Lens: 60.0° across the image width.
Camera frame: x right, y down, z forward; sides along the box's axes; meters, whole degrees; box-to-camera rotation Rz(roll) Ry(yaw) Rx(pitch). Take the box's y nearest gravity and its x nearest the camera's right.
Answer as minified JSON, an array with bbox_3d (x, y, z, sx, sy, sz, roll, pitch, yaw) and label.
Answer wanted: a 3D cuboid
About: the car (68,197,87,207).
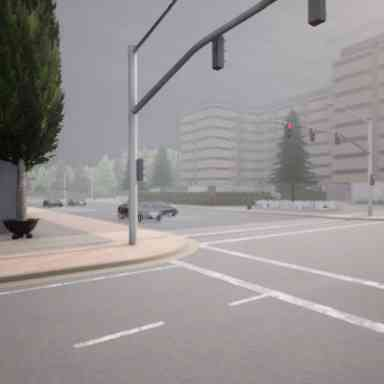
[{"bbox_3d":[-17.065,1.428,49.218,2.128,1.511,4.902,0,0,-35],"label":"car"}]

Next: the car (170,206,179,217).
[{"bbox_3d":[-3.339,1.482,30.134,2.033,1.411,5.357,0,0,-36],"label":"car"}]

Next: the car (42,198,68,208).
[{"bbox_3d":[-19.603,1.499,46.748,2.033,1.411,5.357,0,0,-35],"label":"car"}]

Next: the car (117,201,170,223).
[{"bbox_3d":[-4.025,1.442,25.112,2.128,1.511,4.902,0,0,-36],"label":"car"}]
